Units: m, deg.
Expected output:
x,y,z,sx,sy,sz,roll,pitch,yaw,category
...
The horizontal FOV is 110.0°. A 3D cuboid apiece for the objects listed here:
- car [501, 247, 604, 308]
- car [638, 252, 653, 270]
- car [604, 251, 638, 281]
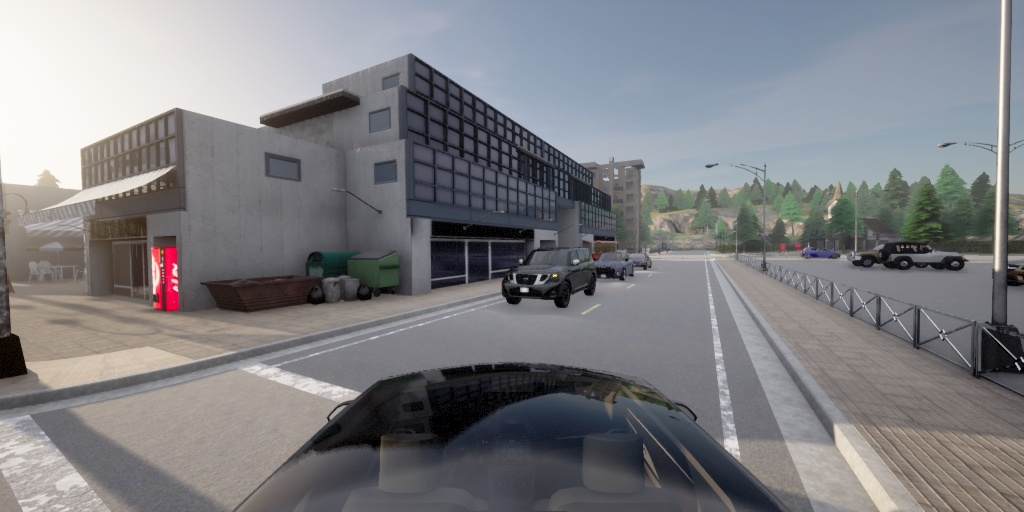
x,y,z,sx,sy,sz,roll,pitch,yaw,category
1.698,0.670,14.007,2.150,2.045,5.566,0,2,28,car
11.162,0.406,31.703,1.812,1.442,4.674,0,2,28,car
6.334,0.521,22.681,2.097,1.767,4.553,0,2,28,car
